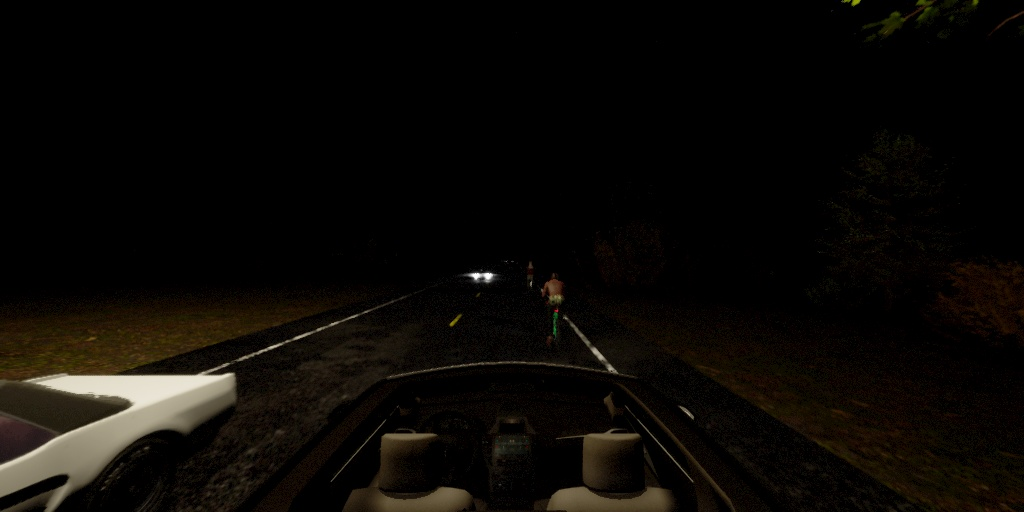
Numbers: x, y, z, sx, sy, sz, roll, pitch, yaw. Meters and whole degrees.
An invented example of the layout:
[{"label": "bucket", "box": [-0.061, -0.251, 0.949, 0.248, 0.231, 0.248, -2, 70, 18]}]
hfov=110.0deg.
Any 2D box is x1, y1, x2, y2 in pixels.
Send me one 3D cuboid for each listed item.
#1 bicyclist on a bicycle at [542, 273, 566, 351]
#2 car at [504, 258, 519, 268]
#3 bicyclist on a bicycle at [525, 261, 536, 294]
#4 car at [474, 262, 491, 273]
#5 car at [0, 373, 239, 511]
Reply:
[{"label": "bicyclist on a bicycle", "box": [0.961, 1.208, 8.042, 0.582, 1.620, 1.656, 0, 0, 0]}, {"label": "car", "box": [0.088, 1.363, 60.174, 1.994, 1.385, 4.181, 0, 0, 0]}, {"label": "bicyclist on a bicycle", "box": [0.959, 1.135, 18.635, 0.659, 1.776, 1.843, 0, 0, 0]}, {"label": "car", "box": [-3.604, 1.388, 44.487, 1.895, 1.301, 4.718, 0, 0, 0]}, {"label": "car", "box": [-3.600, 1.350, 1.234, 1.895, 1.301, 4.718, 0, 0, 0]}]
